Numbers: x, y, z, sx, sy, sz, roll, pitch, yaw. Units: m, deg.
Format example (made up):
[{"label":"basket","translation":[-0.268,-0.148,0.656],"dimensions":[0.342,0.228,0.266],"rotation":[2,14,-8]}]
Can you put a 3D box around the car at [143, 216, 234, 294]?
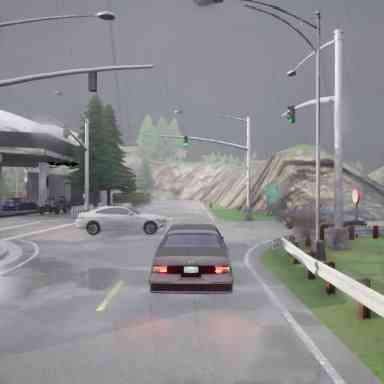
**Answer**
[{"label":"car","translation":[0.033,1.547,8.932],"dimensions":[2.033,1.411,5.357],"rotation":[0,0,1]}]

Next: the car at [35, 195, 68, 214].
[{"label":"car","translation":[-14.595,1.313,35.248],"dimensions":[1.905,1.878,3.866],"rotation":[0,0,-1]}]

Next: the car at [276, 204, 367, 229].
[{"label":"car","translation":[6.593,1.358,17.618],"dimensions":[2.033,1.411,5.357],"rotation":[0,0,-18]}]

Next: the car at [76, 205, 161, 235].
[{"label":"car","translation":[-3.644,1.415,17.416],"dimensions":[4.674,1.442,1.812],"rotation":[0,0,-1]}]

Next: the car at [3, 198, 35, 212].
[{"label":"car","translation":[-20.310,1.480,39.515],"dimensions":[2.242,1.667,4.611],"rotation":[0,0,-1]}]
